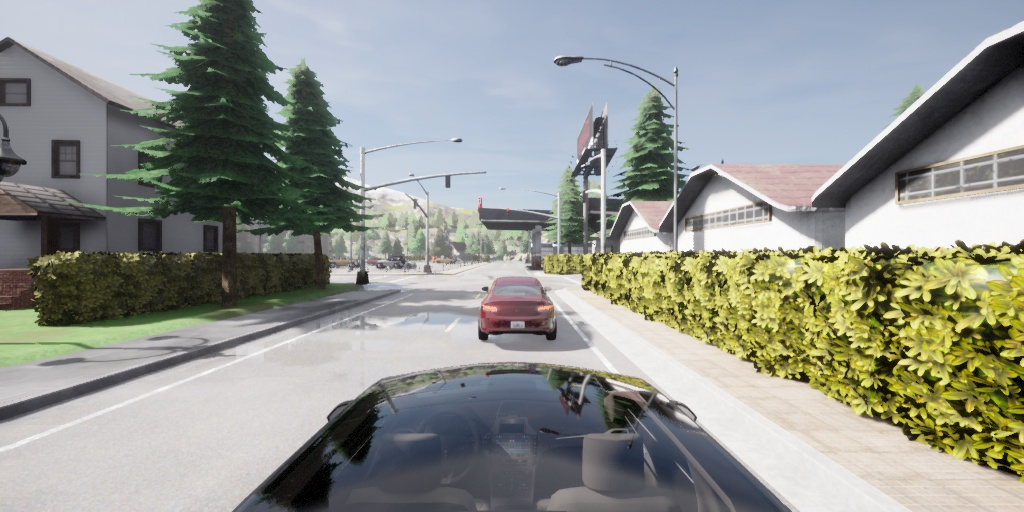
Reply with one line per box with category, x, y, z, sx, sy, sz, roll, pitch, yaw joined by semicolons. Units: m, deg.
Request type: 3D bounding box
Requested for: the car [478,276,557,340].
car;0.128;1.276;9.804;1.812;1.442;4.674;0;0;0
